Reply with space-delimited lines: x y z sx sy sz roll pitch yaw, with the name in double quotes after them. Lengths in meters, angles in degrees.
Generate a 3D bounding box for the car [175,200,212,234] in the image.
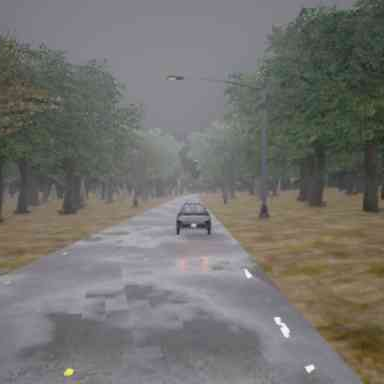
0.079 1.413 18.710 2.128 1.511 4.902 0 0 0 "car"
